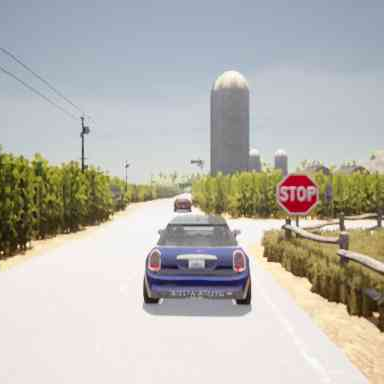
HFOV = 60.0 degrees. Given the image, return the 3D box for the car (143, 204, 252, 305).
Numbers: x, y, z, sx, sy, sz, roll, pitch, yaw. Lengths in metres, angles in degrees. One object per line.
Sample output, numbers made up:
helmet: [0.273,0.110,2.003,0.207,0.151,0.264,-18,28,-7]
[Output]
car: [0.171,1.334,8.234,2.097,1.767,4.553,0,0,2]

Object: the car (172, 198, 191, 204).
car: [-1.151,1.398,37.642,1.882,1.535,5.008,0,-1,-5]
